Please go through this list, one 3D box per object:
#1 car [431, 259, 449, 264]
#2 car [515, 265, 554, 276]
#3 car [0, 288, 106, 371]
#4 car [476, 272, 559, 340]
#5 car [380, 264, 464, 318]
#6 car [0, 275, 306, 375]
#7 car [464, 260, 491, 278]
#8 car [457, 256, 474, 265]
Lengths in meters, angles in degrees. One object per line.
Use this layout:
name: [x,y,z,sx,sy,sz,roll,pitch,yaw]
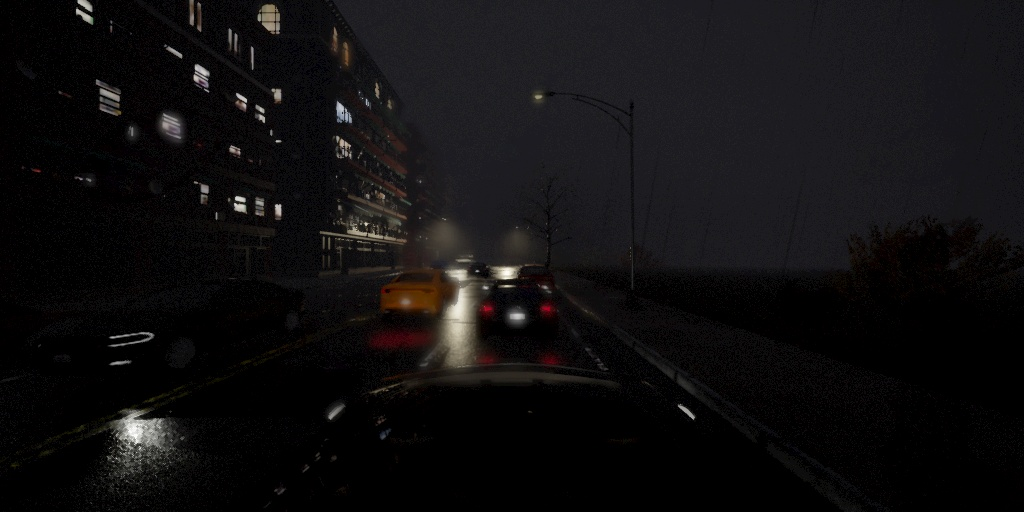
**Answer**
car: [-9.775,1.228,48.771,1.882,1.535,5.008,0,0,0]
car: [1.163,1.230,18.896,1.882,1.535,5.008,0,0,0]
car: [-9.846,1.351,5.501,1.895,1.301,4.718,0,0,0]
car: [0.114,1.315,9.976,1.994,1.385,4.181,0,0,0]
car: [-3.134,1.229,13.069,1.882,1.535,5.008,0,0,0]
car: [-6.592,1.228,7.756,1.882,1.535,5.008,0,0,0]
car: [-3.099,1.316,34.147,1.994,1.385,4.181,0,0,0]
car: [-6.520,0.972,51.265,2.150,2.045,5.566,0,0,0]
